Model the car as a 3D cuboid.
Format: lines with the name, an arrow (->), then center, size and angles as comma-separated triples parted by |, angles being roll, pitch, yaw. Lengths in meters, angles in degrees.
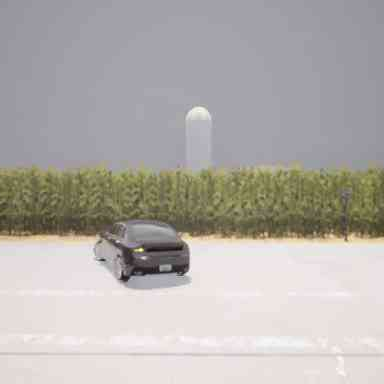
car -> -1.696, 1.623, 10.364 | 1.837, 1.490, 4.892 | 2, -1, -26
